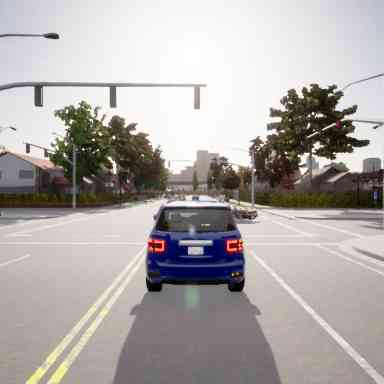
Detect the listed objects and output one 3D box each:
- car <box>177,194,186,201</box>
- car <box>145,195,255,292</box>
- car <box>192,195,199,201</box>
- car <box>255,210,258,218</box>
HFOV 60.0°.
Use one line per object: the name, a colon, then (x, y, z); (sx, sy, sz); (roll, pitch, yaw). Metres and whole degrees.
car: (-2.588, 1.355, 80.843); (2.097, 1.767, 4.553); (0, 0, 0)
car: (0.074, 1.222, 9.098); (2.150, 2.045, 5.566); (0, 0, 0)
car: (0.961, 1.478, 88.056); (1.882, 1.535, 5.008); (0, 0, 0)
car: (2.874, 1.601, 26.599); (4.718, 1.301, 1.895); (0, 0, 40)
